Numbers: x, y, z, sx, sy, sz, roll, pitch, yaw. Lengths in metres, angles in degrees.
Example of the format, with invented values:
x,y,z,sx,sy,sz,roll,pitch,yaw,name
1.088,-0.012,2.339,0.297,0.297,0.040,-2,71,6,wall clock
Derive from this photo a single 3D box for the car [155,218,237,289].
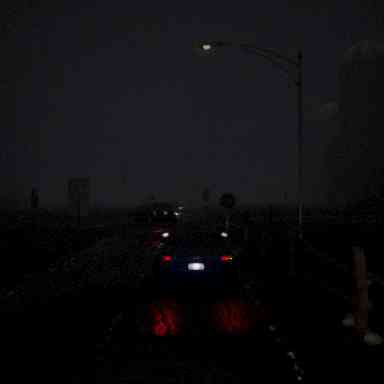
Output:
x,y,z,sx,sy,sz,roll,pitch,yaw,name
0.089,1.651,9.435,1.994,1.385,4.181,0,0,0,car

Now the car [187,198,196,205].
x,y,z,sx,sy,sz,roll,pitch,yaw,name
-0.106,2.273,74.584,2.033,1.411,5.357,0,-1,0,car

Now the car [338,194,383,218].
x,y,z,sx,sy,sz,roll,pitch,yaw,name
16.340,1.224,30.256,5.566,2.045,2.150,-1,0,0,car

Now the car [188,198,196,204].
x,y,z,sx,sy,sz,roll,pitch,yaw,name
-0.121,2.287,85.010,1.994,1.385,4.181,0,-1,0,car

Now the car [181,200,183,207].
x,y,z,sx,sy,sz,roll,pitch,yaw,name
-2.872,1.977,64.165,2.097,1.767,4.553,0,0,0,car

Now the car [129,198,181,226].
x,y,z,sx,sy,sz,roll,pitch,yaw,name
-3.165,1.594,25.951,2.097,1.767,4.553,0,0,-35,car
